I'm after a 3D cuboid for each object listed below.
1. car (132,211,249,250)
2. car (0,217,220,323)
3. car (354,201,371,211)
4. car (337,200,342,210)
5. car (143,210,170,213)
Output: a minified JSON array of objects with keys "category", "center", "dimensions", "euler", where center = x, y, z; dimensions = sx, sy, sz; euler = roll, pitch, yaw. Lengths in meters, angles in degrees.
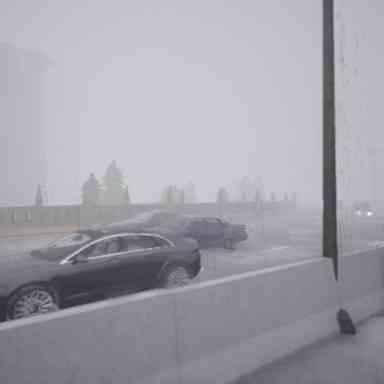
[{"category":"car","center":[-0.022,1.633,13.121],"dimensions":[5.357,1.411,2.033],"euler":[0,0,-41]},{"category":"car","center":[-1.989,1.535,7.082],"dimensions":[4.902,1.511,2.128],"euler":[0,0,-38]},{"category":"car","center":[24.106,1.961,47.029],"dimensions":[1.895,1.301,4.718],"euler":[0,-1,22]},{"category":"car","center":[21.306,1.923,49.549],"dimensions":[1.812,1.442,4.674],"euler":[0,-1,21]},{"category":"car","center":[-1.867,1.634,16.224],"dimensions":[4.674,1.442,1.812],"euler":[0,0,-42]}]
